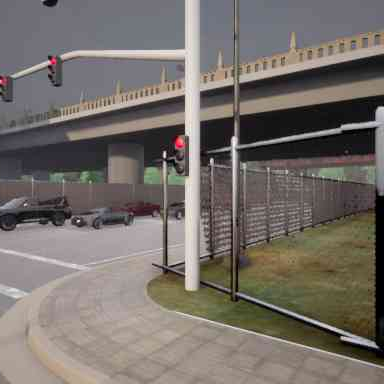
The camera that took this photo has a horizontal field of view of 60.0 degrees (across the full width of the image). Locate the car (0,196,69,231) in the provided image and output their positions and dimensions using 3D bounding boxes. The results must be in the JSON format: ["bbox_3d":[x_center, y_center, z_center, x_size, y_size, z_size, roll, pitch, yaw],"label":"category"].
[{"bbox_3d":[-10.609,1.285,21.656,2.150,2.045,5.566,0,0,36],"label":"car"}]

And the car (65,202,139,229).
[{"bbox_3d":[-5.890,1.626,22.251,1.994,1.385,4.181,0,0,35],"label":"car"}]

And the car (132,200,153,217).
[{"bbox_3d":[-4.933,1.541,29.657,1.882,1.535,5.008,0,0,35],"label":"car"}]
